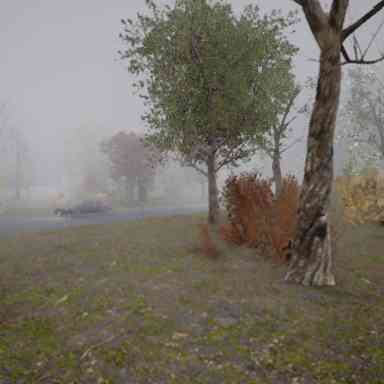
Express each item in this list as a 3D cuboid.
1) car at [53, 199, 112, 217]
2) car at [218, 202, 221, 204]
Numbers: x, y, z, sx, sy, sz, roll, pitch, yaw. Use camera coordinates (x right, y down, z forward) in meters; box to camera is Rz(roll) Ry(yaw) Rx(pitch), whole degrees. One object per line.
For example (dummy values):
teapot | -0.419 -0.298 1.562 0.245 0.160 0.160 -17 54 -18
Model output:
car | -9.489 1.347 29.475 2.033 1.411 5.357 0 0 31
car | 4.600 1.218 52.984 1.895 1.301 4.718 0 0 31
